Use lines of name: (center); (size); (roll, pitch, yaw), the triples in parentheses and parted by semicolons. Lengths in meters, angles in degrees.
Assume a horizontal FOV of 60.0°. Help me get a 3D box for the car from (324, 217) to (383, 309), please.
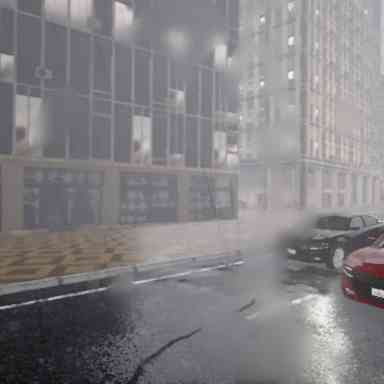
car: (5.121, 1.409, 7.139); (5.008, 1.535, 1.882); (-1, 0, -38)

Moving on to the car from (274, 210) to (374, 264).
car: (4.776, 1.393, 10.983); (5.008, 1.535, 1.882); (-1, 0, -38)
